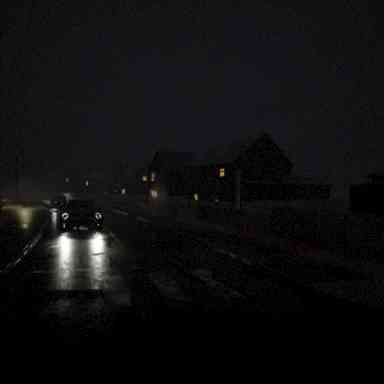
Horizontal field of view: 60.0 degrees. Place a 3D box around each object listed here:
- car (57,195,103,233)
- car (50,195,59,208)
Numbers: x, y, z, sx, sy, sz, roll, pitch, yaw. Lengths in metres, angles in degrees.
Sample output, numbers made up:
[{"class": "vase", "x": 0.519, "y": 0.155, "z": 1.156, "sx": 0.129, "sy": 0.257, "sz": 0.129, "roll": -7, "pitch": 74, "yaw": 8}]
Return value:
[{"class": "car", "x": -6.156, "y": 1.187, "z": 18.376, "sx": 2.097, "sy": 1.767, "sz": 4.553, "roll": 1, "pitch": 0, "yaw": -21}, {"class": "car", "x": -16.654, "y": 1.124, "z": 41.783, "sx": 1.837, "sy": 1.490, "sz": 4.892, "roll": 1, "pitch": 0, "yaw": -29}]
